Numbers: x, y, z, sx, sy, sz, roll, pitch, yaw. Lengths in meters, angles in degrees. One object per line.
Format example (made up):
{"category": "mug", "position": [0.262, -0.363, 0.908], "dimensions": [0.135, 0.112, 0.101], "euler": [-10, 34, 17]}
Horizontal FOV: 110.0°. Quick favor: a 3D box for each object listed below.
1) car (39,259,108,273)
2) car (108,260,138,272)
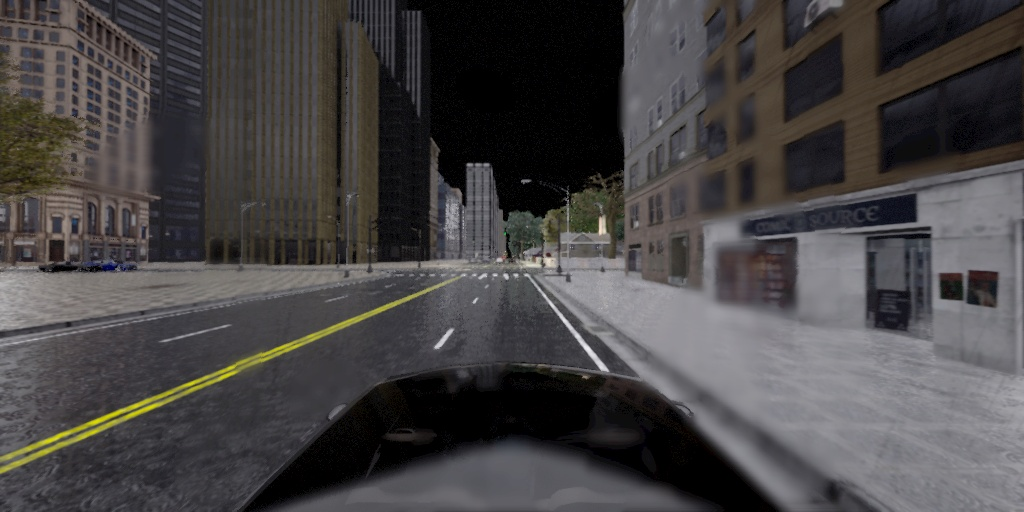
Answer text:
{"category": "car", "position": [-48.414, 1.264, 39.493], "dimensions": [4.718, 1.301, 1.895], "euler": [0, -1, -6]}
{"category": "car", "position": [-47.882, 1.170, 42.837], "dimensions": [5.008, 1.535, 1.882], "euler": [0, -1, -6]}
